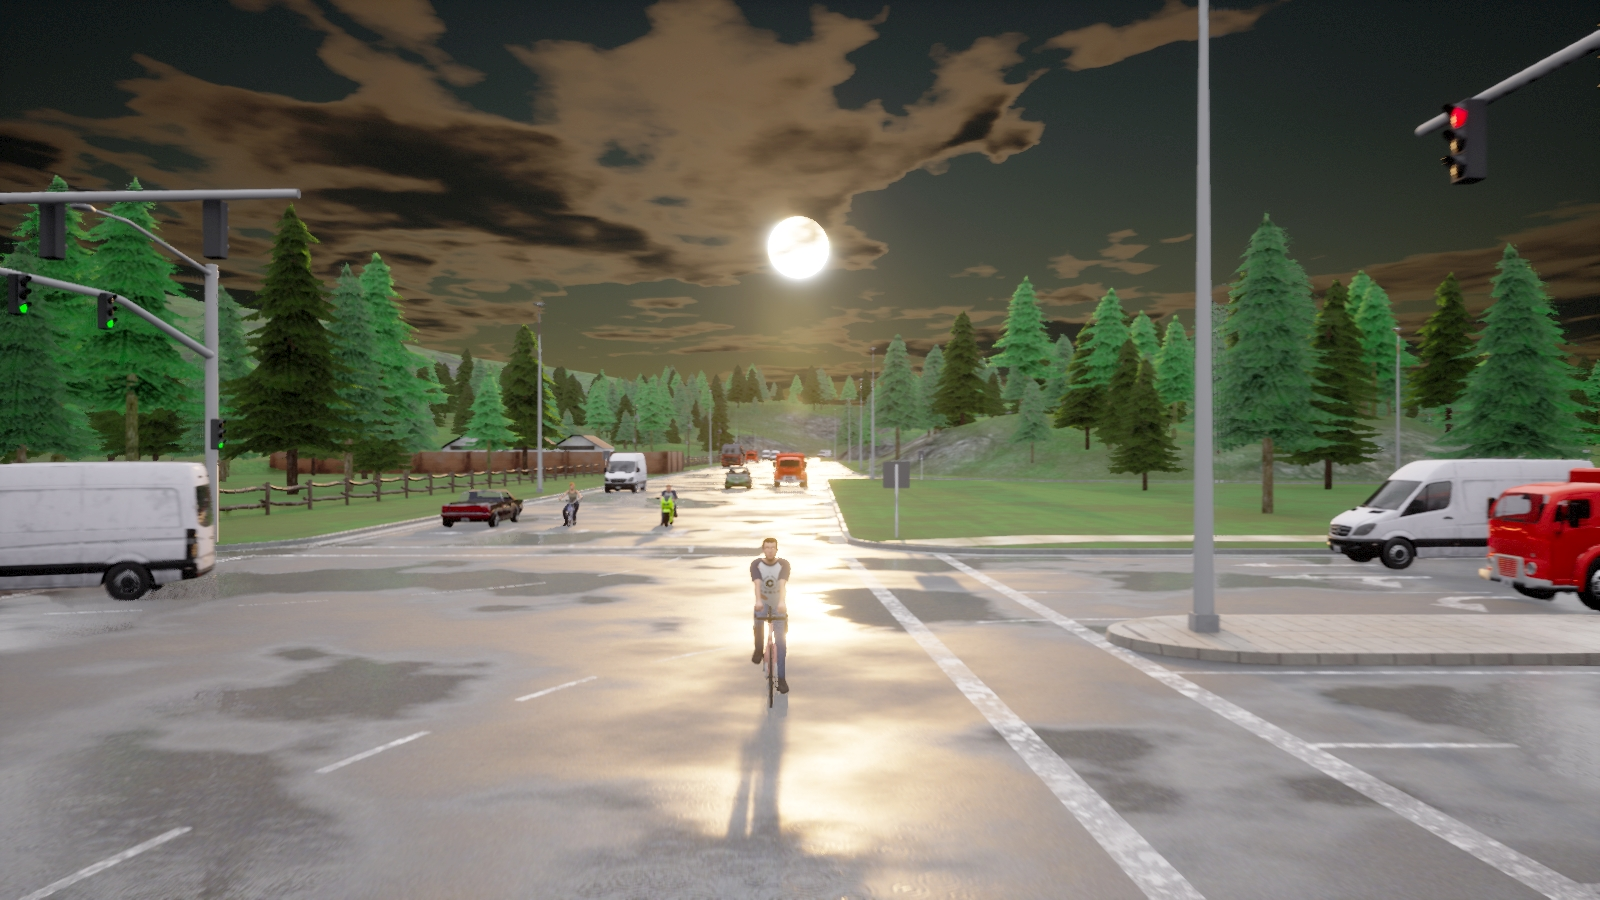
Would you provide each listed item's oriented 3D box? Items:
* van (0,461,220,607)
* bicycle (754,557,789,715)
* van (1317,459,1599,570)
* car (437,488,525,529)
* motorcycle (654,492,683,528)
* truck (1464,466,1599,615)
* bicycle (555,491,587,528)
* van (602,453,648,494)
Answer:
[{"bbox_3d":[-14.367,1.523,21.504,5.915,2.561,1.988,0,1,-18],"label":"van"},{"bbox_3d":[-0.334,2.046,12.917,0.373,1.496,1.643,0,1,-2],"label":"bicycle"},{"bbox_3d":[15.867,1.508,27.546,5.915,2.561,1.988,0,0,0],"label":"van"},{"bbox_3d":[-11.753,2.128,42.400,1.895,1.301,4.718,0,0,1],"label":"car"},{"bbox_3d":[-4.763,2.158,41.563,0.803,1.199,2.033,0,0,1],"label":"motorcycle"},{"bbox_3d":[15.305,1.547,20.544,5.204,2.467,2.627,0,0,0],"label":"truck"},{"bbox_3d":[-8.265,2.130,41.308,0.859,1.277,1.487,0,-1,0],"label":"bicycle"},{"bbox_3d":[-11.343,1.486,74.426,1.988,2.561,5.915,0,0,1],"label":"van"}]
